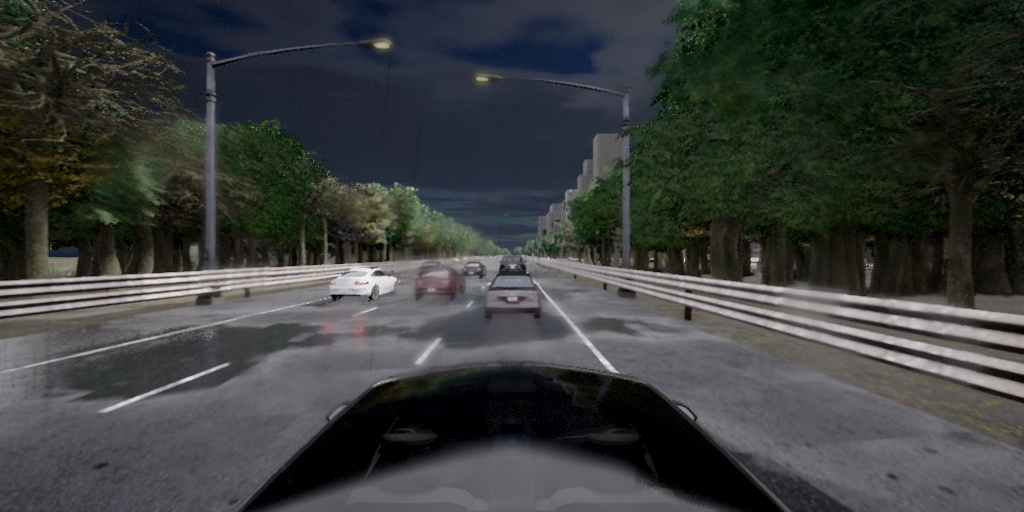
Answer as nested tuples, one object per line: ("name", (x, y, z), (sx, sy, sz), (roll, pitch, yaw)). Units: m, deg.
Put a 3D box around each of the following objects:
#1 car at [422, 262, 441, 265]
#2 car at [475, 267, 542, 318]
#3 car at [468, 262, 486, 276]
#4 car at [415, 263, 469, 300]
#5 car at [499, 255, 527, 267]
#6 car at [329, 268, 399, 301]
("car", (-6.923, 1.246, 31.706), (1.837, 1.490, 4.892), (0, 1, 0))
("car", (0.048, 1.298, 12.905), (2.033, 1.411, 5.357), (0, 0, 0))
("car", (-3.417, 1.264, 32.724), (1.812, 1.442, 4.674), (0, 0, 0))
("car", (-3.426, 1.275, 17.543), (1.812, 1.442, 4.674), (0, 0, 0))
("car", (0.070, 0.964, 30.533), (2.150, 2.045, 5.566), (0, 0, 0))
("car", (-6.926, 1.275, 17.120), (1.812, 1.442, 4.674), (0, 0, 0))
